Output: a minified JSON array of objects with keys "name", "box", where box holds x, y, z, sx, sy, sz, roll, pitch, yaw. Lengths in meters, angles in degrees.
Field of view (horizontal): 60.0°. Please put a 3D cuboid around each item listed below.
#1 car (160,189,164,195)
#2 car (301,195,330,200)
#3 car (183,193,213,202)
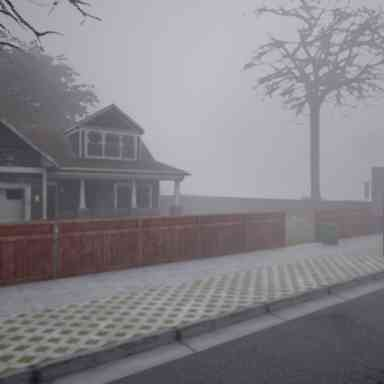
[{"name":"car","box":[-7.128,0.522,60.843,2.150,2.045,5.566,0,1,-36]},{"name":"car","box":[11.678,1.219,30.107,2.097,1.767,4.553,0,1,-36]},{"name":"car","box":[1.126,1.111,44.652,1.812,1.442,4.674,0,1,-36]}]
